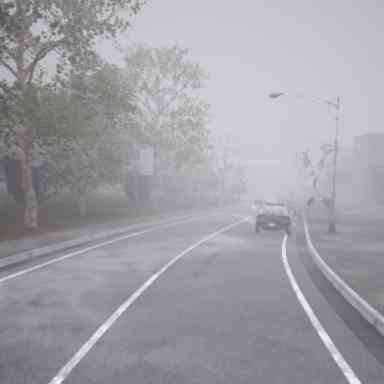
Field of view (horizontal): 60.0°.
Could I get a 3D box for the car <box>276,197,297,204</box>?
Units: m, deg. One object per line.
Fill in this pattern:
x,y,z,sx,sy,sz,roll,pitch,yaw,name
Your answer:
8.025,1.515,29.300,1.801,1.575,5.366,2,1,18,car

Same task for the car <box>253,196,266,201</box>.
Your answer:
11.220,1.399,54.698,1.882,1.535,5.008,2,1,16,car

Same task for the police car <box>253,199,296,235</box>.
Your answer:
4.919,1.473,19.662,1.930,1.638,5.238,2,1,18,police car

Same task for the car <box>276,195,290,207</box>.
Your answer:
15.011,1.393,54.768,2.097,1.767,4.553,2,1,16,car
